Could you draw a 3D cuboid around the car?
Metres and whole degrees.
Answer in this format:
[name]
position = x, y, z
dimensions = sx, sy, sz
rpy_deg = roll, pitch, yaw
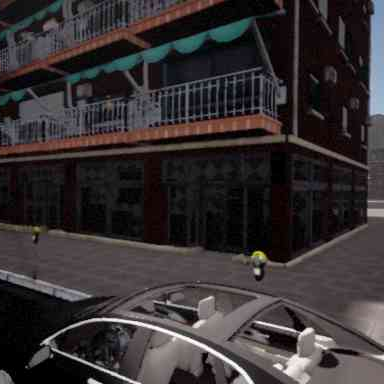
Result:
[car]
position = -0.194, 1.548, 3.000
dimensions = 4.403, 1.369, 2.008
rpy_deg = 0, 1, 36
